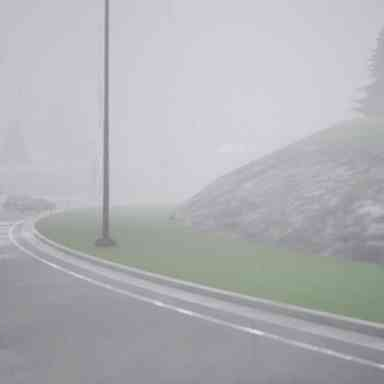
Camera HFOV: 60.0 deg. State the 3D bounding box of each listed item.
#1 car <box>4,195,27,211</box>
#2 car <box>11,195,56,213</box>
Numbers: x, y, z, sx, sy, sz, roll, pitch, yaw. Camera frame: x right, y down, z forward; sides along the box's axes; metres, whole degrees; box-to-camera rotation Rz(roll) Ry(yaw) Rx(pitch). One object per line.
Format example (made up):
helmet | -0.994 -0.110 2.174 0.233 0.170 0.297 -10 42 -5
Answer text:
car | -18.626 1.096 36.757 2.097 1.767 4.553 0 0 2
car | -15.354 1.325 33.063 2.033 1.411 5.357 0 0 -2
